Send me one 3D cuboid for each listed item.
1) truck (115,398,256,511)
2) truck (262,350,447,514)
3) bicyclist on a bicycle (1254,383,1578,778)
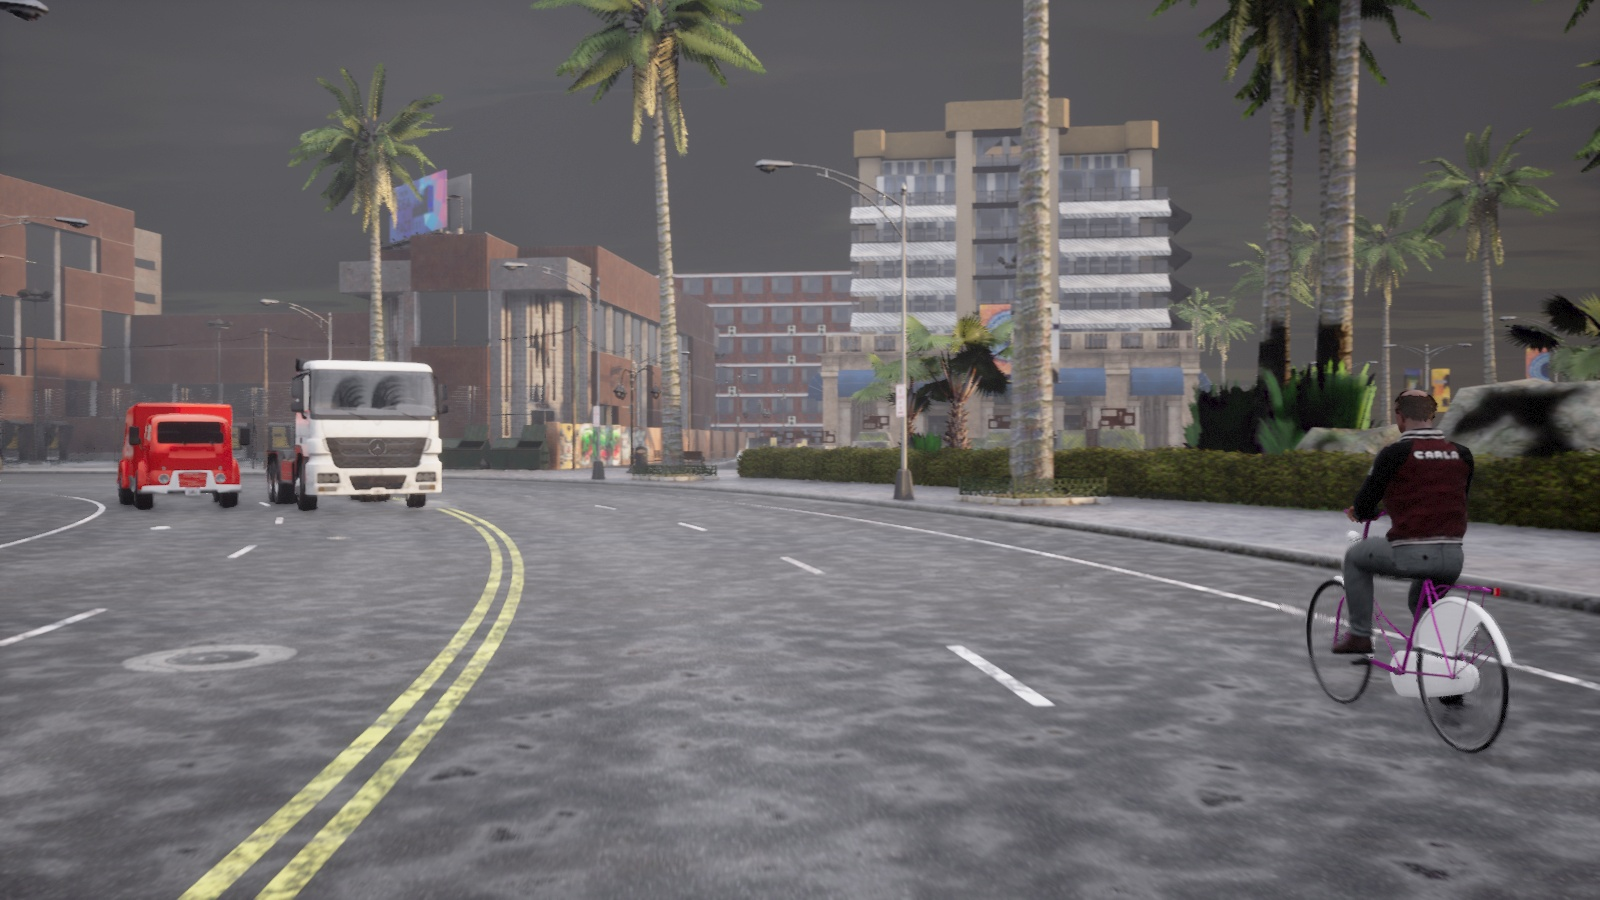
[{"bbox_3d":[-14.999,0.088,30.474,2.627,2.467,5.204,0,0,-31],"label":"truck"},{"bbox_3d":[-11.085,-0.408,30.650,2.891,3.462,7.936,0,0,-30],"label":"truck"},{"bbox_3d":[3.113,0.580,6.586,0.659,1.776,1.843,0,1,-5],"label":"bicyclist on a bicycle"}]
